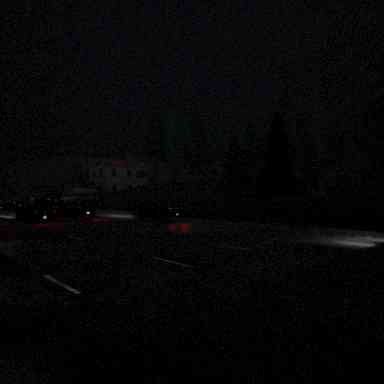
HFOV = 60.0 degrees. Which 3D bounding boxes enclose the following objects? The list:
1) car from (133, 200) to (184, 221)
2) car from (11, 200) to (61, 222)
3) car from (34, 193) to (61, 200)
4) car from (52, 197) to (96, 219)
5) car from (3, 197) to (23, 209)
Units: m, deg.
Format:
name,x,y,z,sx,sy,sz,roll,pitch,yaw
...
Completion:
name,x,y,z,sx,sy,sz,roll,pitch,yaw
car,-2.700,1.393,25.812,2.128,1.511,4.902,0,0,-42
car,-12.172,1.525,25.795,1.895,1.301,4.718,0,0,-42
car,-18.760,1.092,43.341,2.150,2.045,5.566,0,0,-43
car,-10.027,1.413,28.634,1.837,1.490,4.892,0,0,-42
car,-22.528,1.409,42.294,1.812,1.442,4.674,0,0,-42
